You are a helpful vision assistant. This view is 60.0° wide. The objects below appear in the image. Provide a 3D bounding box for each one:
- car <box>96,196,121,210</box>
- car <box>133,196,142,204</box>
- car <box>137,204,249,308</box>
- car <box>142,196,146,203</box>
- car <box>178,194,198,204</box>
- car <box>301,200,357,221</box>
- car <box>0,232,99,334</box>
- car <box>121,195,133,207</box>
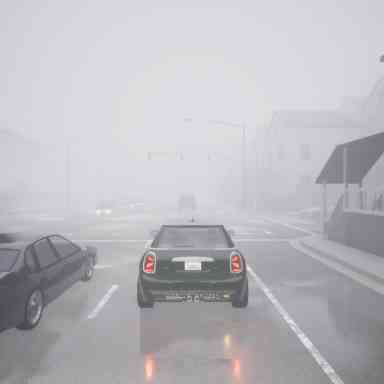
[{"bbox_3d":[-11.030,1.564,43.200,1.994,1.385,4.181,0,0,-1],"label":"car"},{"bbox_3d":[-11.181,1.491,61.924,2.128,1.511,4.902,0,0,0],"label":"car"},{"bbox_3d":[0.005,1.352,8.104,2.097,1.767,4.553,0,0,0],"label":"car"},{"bbox_3d":[-11.225,1.521,72.197,2.128,1.511,4.902,0,0,-1],"label":"car"},{"bbox_3d":[-0.492,1.221,40.763,2.150,2.045,5.566,0,0,3],"label":"car"},{"bbox_3d":[11.493,1.452,27.862,4.674,1.442,1.812,-6,0,-1],"label":"car"},{"bbox_3d":[-3.486,1.547,6.823,2.033,1.411,5.357,0,0,0],"label":"car"},{"bbox_3d":[-11.111,1.352,51.855,2.097,1.767,4.553,0,0,-1],"label":"car"}]
